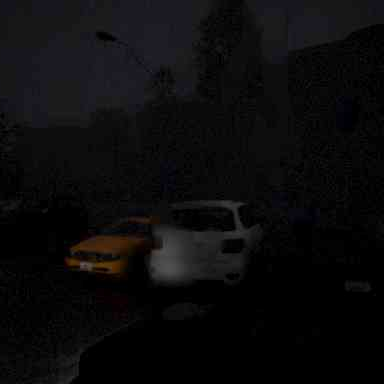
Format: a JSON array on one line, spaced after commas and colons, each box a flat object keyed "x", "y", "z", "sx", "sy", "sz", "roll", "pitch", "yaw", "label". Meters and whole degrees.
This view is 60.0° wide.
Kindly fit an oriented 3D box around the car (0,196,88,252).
[{"x": -6.654, "y": 1.191, "z": 14.200, "sx": 2.435, "sy": 2.045, "sz": 5.566, "roll": 1, "pitch": 0, "yaw": 16, "label": "car"}]

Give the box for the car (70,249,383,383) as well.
[{"x": 1.454, "y": 1.548, "z": 2.341, "sx": 5.357, "sy": 1.411, "sz": 2.033, "roll": 0, "pitch": 0, "yaw": 35, "label": "car"}]

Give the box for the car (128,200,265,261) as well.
[{"x": 0.687, "y": 1.231, "z": 9.028, "sx": 2.435, "sy": 2.045, "sz": 5.566, "roll": 0, "pitch": -1, "yaw": 15, "label": "car"}]

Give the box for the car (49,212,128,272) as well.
[{"x": -1.814, "y": 1.468, "z": 10.564, "sx": 1.946, "sy": 1.575, "sz": 5.366, "roll": 1, "pitch": 0, "yaw": 15, "label": "car"}]

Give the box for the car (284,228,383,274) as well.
[{"x": 3.126, "y": 1.516, "z": 7.284, "sx": 2.163, "sy": 1.488, "sz": 4.792, "roll": 0, "pitch": -1, "yaw": 15, "label": "car"}]
